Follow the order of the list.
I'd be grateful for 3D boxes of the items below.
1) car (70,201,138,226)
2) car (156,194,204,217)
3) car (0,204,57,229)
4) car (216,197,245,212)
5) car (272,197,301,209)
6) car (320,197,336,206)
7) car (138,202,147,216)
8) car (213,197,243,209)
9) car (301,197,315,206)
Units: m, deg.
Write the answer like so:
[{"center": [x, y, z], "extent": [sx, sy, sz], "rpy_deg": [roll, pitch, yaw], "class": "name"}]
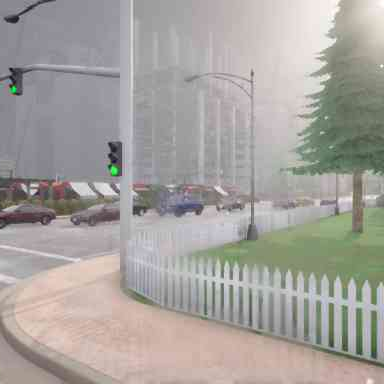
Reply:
[{"center": [-6.290, 1.526, 23.444], "extent": [1.812, 1.442, 4.674], "rpy_deg": [0, 0, 34], "class": "car"}, {"center": [-0.982, 1.221, 31.365], "extent": [2.150, 2.045, 5.566], "rpy_deg": [0, 0, 34], "class": "car"}, {"center": [-11.405, 1.526, 22.152], "extent": [1.812, 1.442, 4.674], "rpy_deg": [0, 0, 36], "class": "car"}, {"center": [4.650, 1.492, 39.707], "extent": [2.128, 1.511, 4.902], "rpy_deg": [0, 0, 34], "class": "car"}, {"center": [12.454, 1.547, 44.709], "extent": [2.033, 1.411, 5.357], "rpy_deg": [0, 0, 34], "class": "car"}, {"center": [21.082, 1.526, 51.258], "extent": [1.812, 1.442, 4.674], "rpy_deg": [0, 0, 34], "class": "car"}, {"center": [-6.188, 1.478, 29.900], "extent": [1.882, 1.535, 5.008], "rpy_deg": [0, 0, 34], "class": "car"}, {"center": [5.162, 1.492, 46.685], "extent": [2.128, 1.511, 4.902], "rpy_deg": [0, 0, 34], "class": "car"}, {"center": [18.251, 1.478, 53.319], "extent": [1.882, 1.535, 5.008], "rpy_deg": [0, 0, 34], "class": "car"}]
